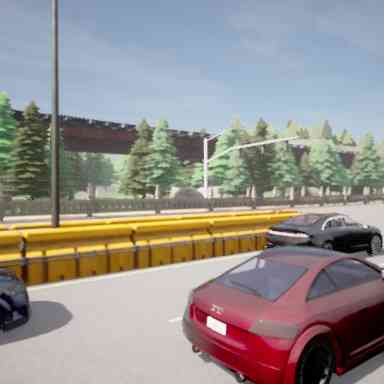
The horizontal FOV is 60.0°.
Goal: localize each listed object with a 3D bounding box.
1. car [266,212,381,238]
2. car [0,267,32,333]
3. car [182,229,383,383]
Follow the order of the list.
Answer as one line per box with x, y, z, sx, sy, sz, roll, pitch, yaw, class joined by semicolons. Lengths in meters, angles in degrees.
4.621;1.456;11.343;4.902;1.511;2.128;0;0;-36;car
-4.626;1.566;4.743;4.181;1.385;1.994;0;0;-36;car
1.921;1.548;5.117;4.181;1.385;1.994;0;0;-36;car
